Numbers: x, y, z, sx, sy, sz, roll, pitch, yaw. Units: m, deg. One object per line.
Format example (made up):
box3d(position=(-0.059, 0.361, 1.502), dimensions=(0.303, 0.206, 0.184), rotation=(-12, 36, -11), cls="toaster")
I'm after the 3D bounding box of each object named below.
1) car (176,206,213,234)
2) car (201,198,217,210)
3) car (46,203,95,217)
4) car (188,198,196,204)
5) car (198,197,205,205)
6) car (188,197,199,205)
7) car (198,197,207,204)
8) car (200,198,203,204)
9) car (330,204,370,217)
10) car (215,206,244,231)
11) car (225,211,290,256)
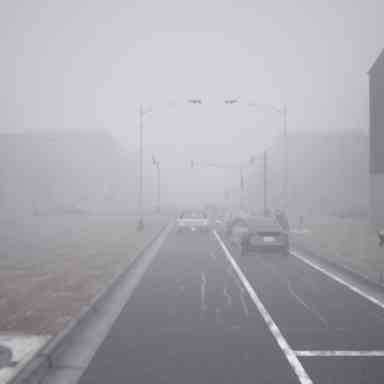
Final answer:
box3d(position=(0.079, 1.779, 20.494), dimensions=(1.895, 1.301, 4.718), rotation=(0, -1, 0), cls="car")
box3d(position=(2.640, 1.998, 48.183), dimensions=(1.887, 1.381, 4.507), rotation=(0, -1, 0), cls="car")
box3d(position=(-12.094, 1.782, 33.097), dimensions=(4.674, 1.442, 1.812), rotation=(1, -1, 0), cls="car")
box3d(position=(0.001, 2.327, 88.322), dimensions=(1.994, 1.385, 4.181), rotation=(0, -1, 0), cls="car")
box3d(position=(2.639, 2.212, 65.220), dimensions=(1.947, 1.339, 4.313), rotation=(0, -1, 0), cls="car")
box3d(position=(0.001, 2.335, 77.899), dimensions=(2.033, 1.411, 5.357), rotation=(0, -1, 0), cls="car")
box3d(position=(2.639, 2.252, 87.940), dimensions=(2.192, 1.841, 5.009), rotation=(0, -1, 0), cls="car")
box3d(position=(2.640, 2.042, 54.032), dimensions=(1.752, 1.417, 4.829), rotation=(0, -1, 0), cls="car")
box3d(position=(17.862, 1.984, 35.871), dimensions=(5.357, 1.411, 2.033), rotation=(0, -1, 0), cls="car")
box3d(position=(2.641, 1.716, 19.154), dimensions=(2.008, 1.369, 4.403), rotation=(0, -1, 0), cls="car")
box3d(position=(2.641, 1.680, 13.478), dimensions=(1.947, 1.339, 4.313), rotation=(0, -1, 0), cls="car")
